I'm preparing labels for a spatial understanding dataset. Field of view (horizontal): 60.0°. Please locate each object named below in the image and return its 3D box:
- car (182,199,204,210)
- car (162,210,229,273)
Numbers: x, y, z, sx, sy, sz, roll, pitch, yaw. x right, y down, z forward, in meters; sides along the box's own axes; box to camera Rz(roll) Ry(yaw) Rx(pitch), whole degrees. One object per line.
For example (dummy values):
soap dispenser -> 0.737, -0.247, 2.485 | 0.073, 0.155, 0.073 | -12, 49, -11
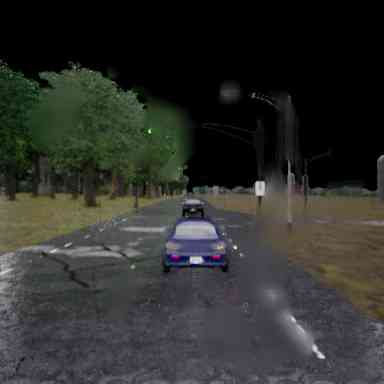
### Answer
car -> 0.092, 1.389, 31.389 | 1.882, 1.535, 5.008 | 0, 0, 0
car -> 0.100, 1.527, 10.597 | 1.812, 1.442, 4.674 | 0, 0, 0
